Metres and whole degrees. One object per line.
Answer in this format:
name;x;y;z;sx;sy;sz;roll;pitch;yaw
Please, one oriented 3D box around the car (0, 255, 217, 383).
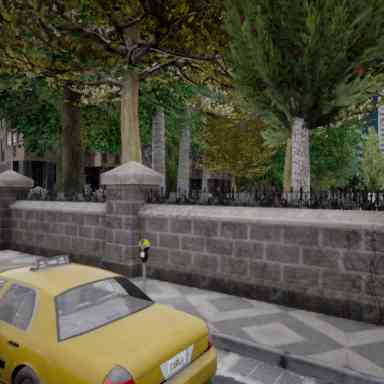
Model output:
car;-2.014;1.525;4.395;4.829;1.417;1.752;0;0;35
